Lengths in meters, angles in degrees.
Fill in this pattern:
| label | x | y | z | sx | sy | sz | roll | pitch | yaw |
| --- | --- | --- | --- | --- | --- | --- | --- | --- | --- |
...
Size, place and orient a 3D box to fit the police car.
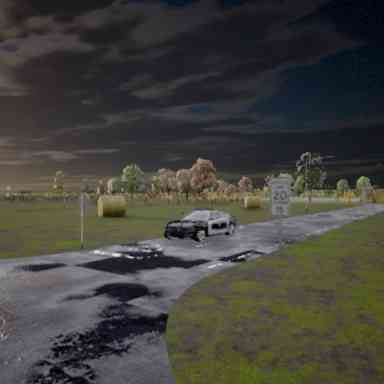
| label | x | y | z | sx | sy | sz | roll | pitch | yaw |
| --- | --- | --- | --- | --- | --- | --- | --- | --- | --- |
| police car | 0.542 | 1.627 | 17.532 | 1.930 | 1.638 | 5.238 | -1 | -1 | 35 |
